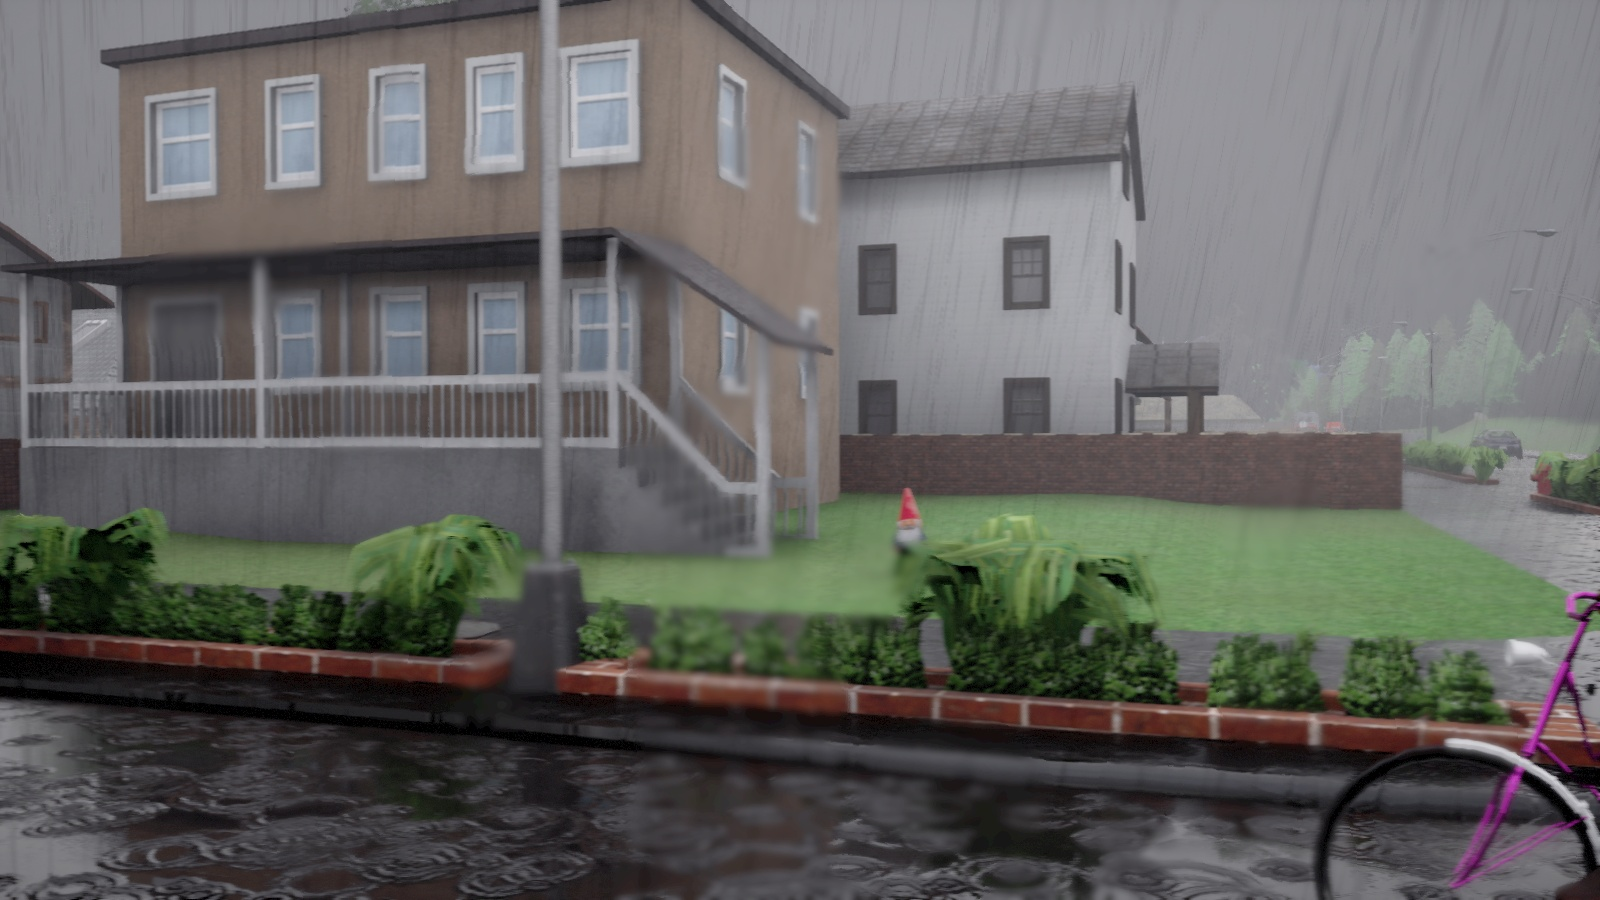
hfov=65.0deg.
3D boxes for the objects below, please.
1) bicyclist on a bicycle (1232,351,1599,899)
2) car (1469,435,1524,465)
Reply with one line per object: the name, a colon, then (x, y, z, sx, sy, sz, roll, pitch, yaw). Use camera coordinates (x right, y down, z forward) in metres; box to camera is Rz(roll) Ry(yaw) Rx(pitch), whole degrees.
bicyclist on a bicycle: (2.145, 0.655, 3.290, 1.843, 1.776, 0.659, 1, 0, 13)
car: (36.382, -0.028, 65.652, 1.816, 1.474, 4.193, 1, 1, 19)
